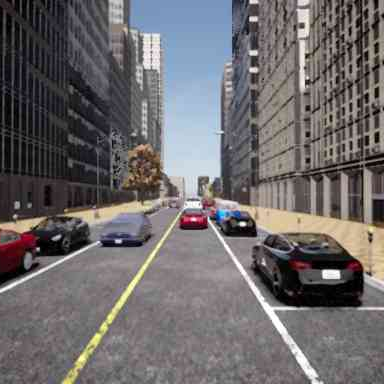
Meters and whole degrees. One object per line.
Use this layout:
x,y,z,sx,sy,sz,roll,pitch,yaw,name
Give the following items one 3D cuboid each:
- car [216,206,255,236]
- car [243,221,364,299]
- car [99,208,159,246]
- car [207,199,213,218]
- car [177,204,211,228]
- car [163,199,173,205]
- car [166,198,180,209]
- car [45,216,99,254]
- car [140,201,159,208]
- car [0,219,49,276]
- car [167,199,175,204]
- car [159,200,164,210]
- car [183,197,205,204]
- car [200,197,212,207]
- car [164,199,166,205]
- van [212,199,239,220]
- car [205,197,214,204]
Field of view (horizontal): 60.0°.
2.713,1.777,19.914,1.947,1.339,4.313,0,-1,0,car
2.701,1.658,8.531,1.947,1.339,4.313,0,-1,0,car
-3.084,1.725,16.638,2.033,1.411,5.357,0,-1,0,car
2.726,1.767,31.300,1.967,1.590,4.097,0,-1,0,car
0.125,1.820,24.282,1.994,1.385,4.181,0,-1,0,car
-5.608,2.329,76.855,1.947,1.339,4.313,0,-1,0,car
-2.998,2.108,57.598,1.812,1.442,4.674,0,-1,1,car
-5.673,1.719,14.240,1.947,1.339,4.313,0,-1,0,car
-5.644,1.963,42.532,1.752,1.417,4.829,0,-1,0,car
-5.679,1.638,8.548,1.887,1.381,4.507,0,-1,0,car
-5.596,2.448,88.238,1.802,1.307,4.206,0,-1,0,car
-5.638,2.045,48.395,2.008,1.369,4.403,0,-1,0,car
0.134,1.645,41.325,2.150,2.045,5.566,0,-1,0,car
2.762,1.972,65.453,2.192,1.841,5.009,0,-1,0,car
-5.614,2.261,71.163,2.008,1.369,4.403,0,-1,0,car
2.720,1.611,25.610,1.690,1.788,3.998,0,-1,0,van
2.750,1.864,54.069,2.192,1.841,5.009,0,-1,0,car
